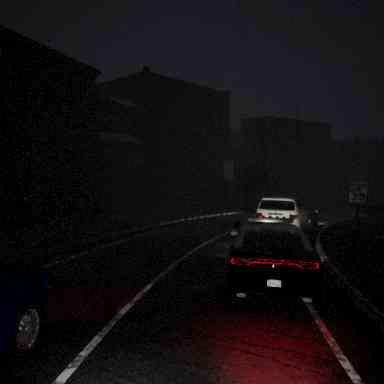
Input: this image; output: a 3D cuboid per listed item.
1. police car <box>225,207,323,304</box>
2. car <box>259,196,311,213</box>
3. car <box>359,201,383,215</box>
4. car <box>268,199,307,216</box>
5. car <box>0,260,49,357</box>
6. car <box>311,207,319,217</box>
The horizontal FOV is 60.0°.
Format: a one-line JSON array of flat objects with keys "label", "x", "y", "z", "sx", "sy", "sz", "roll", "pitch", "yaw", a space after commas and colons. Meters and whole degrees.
[{"label": "police car", "x": 1.981, "y": 1.425, "z": 8.455, "sx": 1.930, "sy": 1.638, "sz": 5.238, "roll": 1, "pitch": 0, "yaw": 11}, {"label": "car", "x": 4.774, "y": 1.252, "z": 17.406, "sx": 2.150, "sy": 2.045, "sz": 5.566, "roll": 2, "pitch": 0, "yaw": 23}, {"label": "car", "x": 21.288, "y": 1.836, "z": 39.009, "sx": 5.008, "sy": 1.535, "sz": 1.882, "roll": 2, "pitch": 3, "yaw": -33}, {"label": "car", "x": 9.428, "y": 1.492, "z": 32.712, "sx": 1.812, "sy": 1.442, "sz": 4.674, "roll": 4, "pitch": 2, "yaw": 41}, {"label": "car", "x": -3.260, "y": 1.501, "z": 3.372, "sx": 1.812, "sy": 1.442, "sz": 4.674, "roll": 0, "pitch": 0, "yaw": 6}, {"label": "car", "x": 7.270, "y": 1.574, "z": 22.485, "sx": 1.837, "sy": 1.490, "sz": 4.892, "roll": 3, "pitch": 1, "yaw": 30}]
